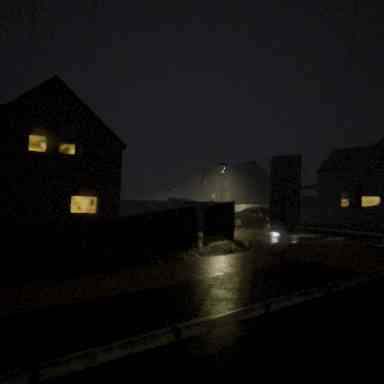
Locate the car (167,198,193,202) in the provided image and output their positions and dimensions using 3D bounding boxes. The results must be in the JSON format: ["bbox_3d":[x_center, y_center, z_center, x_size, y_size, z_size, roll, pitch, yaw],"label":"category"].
[{"bbox_3d":[-0.826,1.570,31.289,2.150,2.045,5.566,3,-2,-25],"label":"car"}]

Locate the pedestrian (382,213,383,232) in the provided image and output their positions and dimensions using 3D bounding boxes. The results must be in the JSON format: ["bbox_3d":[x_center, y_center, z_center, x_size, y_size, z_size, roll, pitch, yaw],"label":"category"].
[{"bbox_3d":[11.590,1.477,20.014,0.375,1.860,0.375,2,-1,-31],"label":"pedestrian"}]

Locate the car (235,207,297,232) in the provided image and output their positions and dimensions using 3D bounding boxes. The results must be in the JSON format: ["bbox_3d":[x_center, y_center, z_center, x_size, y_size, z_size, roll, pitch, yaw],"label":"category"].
[{"bbox_3d":[4.425,1.679,20.922,1.812,1.442,4.674,3,-2,-28],"label":"car"}]
